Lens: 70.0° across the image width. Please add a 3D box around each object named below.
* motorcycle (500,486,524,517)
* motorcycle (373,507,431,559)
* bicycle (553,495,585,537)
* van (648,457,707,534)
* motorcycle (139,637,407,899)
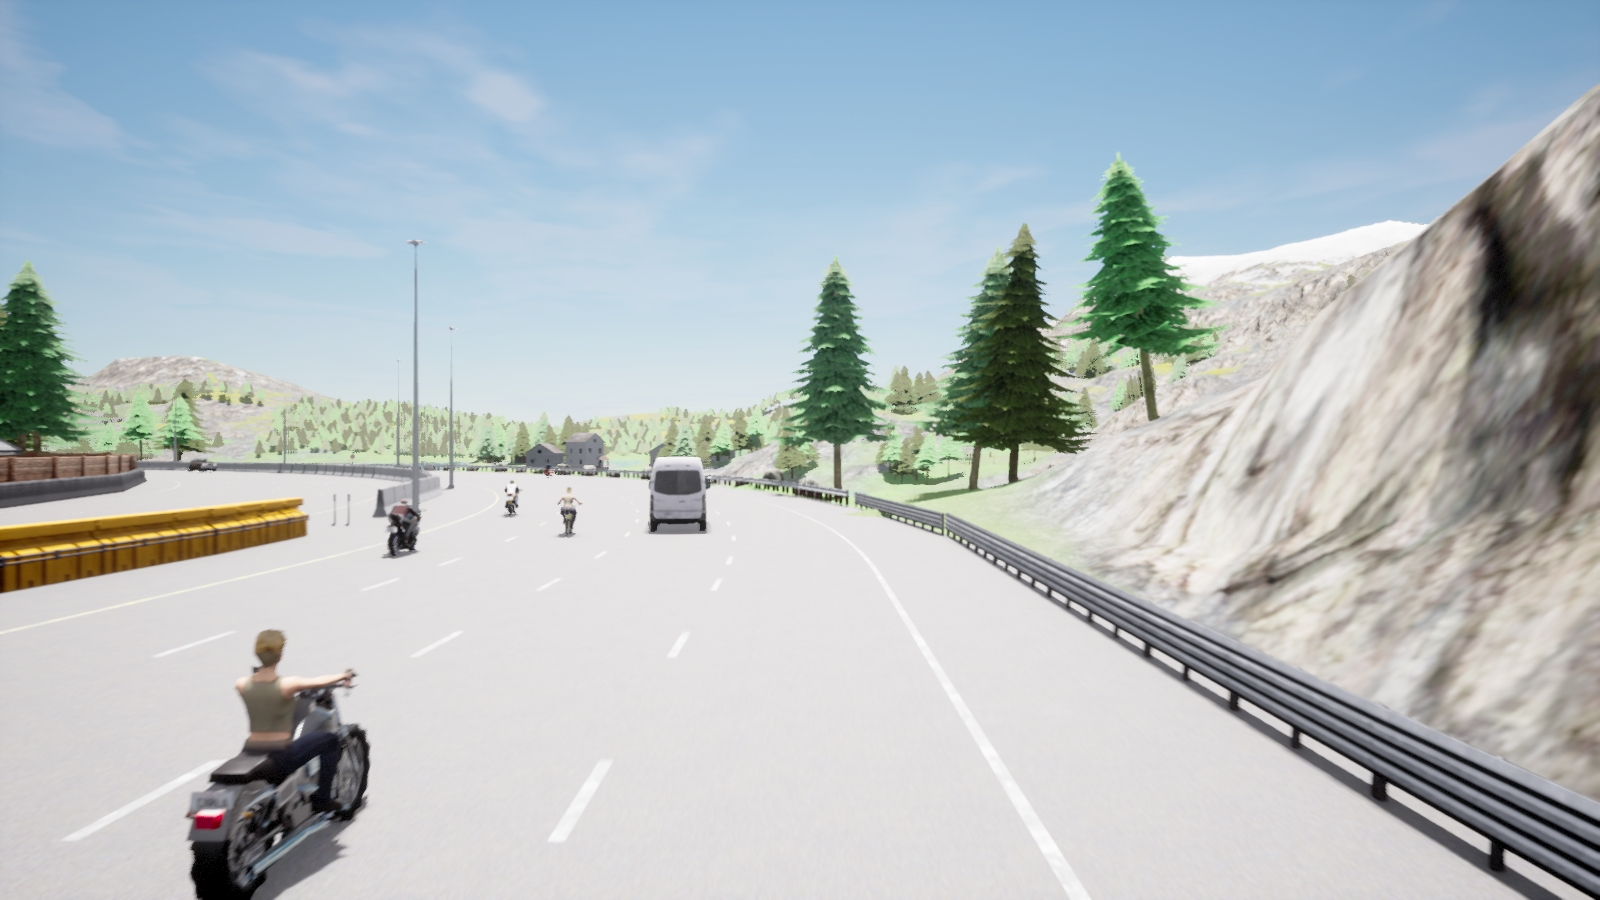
[{"bbox_3d":[-12.322,2.177,48.916,0.803,1.217,2.033,0,0,-8],"label":"motorcycle"},{"bbox_3d":[-10.686,2.205,30.785,0.867,1.251,2.209,0,0,-2],"label":"motorcycle"},{"bbox_3d":[-7.561,2.149,37.431,0.859,1.295,1.487,0,0,-4],"label":"bicycle"},{"bbox_3d":[-4.401,1.535,41.524,1.988,2.561,5.915,0,0,-5],"label":"van"},{"bbox_3d":[-3.499,2.146,7.888,0.764,1.325,2.356,0,0,0],"label":"motorcycle"}]
